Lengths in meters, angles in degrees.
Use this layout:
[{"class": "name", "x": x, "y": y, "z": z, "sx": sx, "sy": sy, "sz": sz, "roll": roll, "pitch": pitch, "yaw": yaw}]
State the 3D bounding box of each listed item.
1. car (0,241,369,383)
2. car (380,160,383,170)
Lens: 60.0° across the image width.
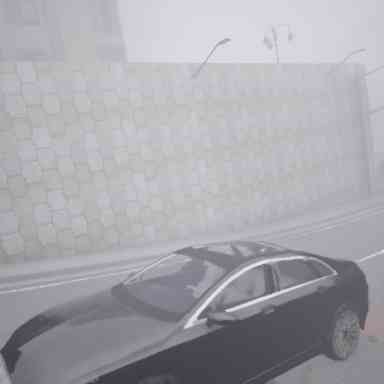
[{"class": "car", "x": 0.332, "y": 1.466, "z": 4.220, "sx": 4.902, "sy": 1.511, "sz": 2.128, "roll": -1, "pitch": 1, "yaw": -35}, {"class": "car", "x": 20.273, "y": -3.006, "z": 31.696, "sx": 1.994, "sy": 1.385, "sz": 4.181, "roll": -15, "pitch": 9, "yaw": -34}]
